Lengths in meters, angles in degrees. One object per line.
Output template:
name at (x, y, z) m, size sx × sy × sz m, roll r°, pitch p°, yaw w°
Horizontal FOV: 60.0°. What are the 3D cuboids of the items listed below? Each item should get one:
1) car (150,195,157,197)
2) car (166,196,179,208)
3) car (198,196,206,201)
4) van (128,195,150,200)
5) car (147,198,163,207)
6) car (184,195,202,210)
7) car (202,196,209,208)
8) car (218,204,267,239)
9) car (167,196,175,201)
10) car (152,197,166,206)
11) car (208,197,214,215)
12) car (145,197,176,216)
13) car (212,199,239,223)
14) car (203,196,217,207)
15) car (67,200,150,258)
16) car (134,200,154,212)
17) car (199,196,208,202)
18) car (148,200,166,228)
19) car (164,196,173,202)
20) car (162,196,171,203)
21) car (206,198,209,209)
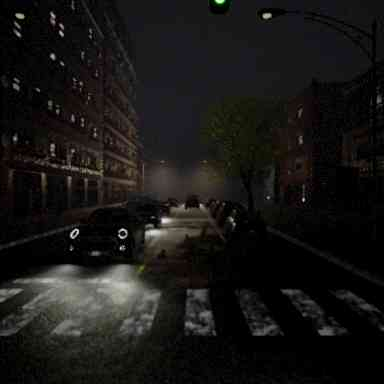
car at (-5.672, 1.355, 45.748) m, size 2.192 × 1.841 × 5.009 m, roll 0°, pitch 0°, yaw 0°
car at (-2.979, 1.568, 48.623) m, size 1.882 × 1.535 × 5.008 m, roll 0°, pitch 0°, yaw 0°
car at (2.727, 1.684, 91.315) m, size 1.887 × 1.381 × 4.507 m, roll 0°, pitch 0°, yaw 0°
van at (-5.677, 1.366, 34.354) m, size 1.690 × 1.788 × 3.998 m, roll 0°, pitch 0°, yaw 0°
car at (-5.670, 1.616, 51.445) m, size 1.947 × 1.339 × 4.313 m, roll 0°, pitch 0°, yaw 0°
car at (0.020, 1.515, 44.032) m, size 1.882 × 1.535 × 5.008 m, roll 0°, pitch 0°, yaw 0°
car at (2.709, 1.590, 45.742) m, size 2.008 × 1.369 × 4.403 m, roll 0°, pitch 0°, yaw 0°
car at (2.697, 1.560, 17.258) m, size 2.008 × 1.369 × 4.403 m, roll 0°, pitch 0°, yaw 0°
car at (-5.654, 1.706, 91.321) m, size 1.947 × 1.339 × 4.313 m, roll 0°, pitch 0°, yaw 0°
car at (-5.667, 1.612, 57.141) m, size 2.008 × 1.369 × 4.403 m, roll 0°, pitch 0°, yaw 0°
car at (2.701, 1.459, 28.652) m, size 1.967 × 1.590 × 4.097 m, roll 0°, pitch 0°, yaw 0°
car at (-3.069, 1.515, 33.174) m, size 2.128 × 1.511 × 4.902 m, roll 0°, pitch 0°, yaw 0°
car at (2.700, 1.454, 22.955) m, size 1.967 × 1.590 × 4.097 m, roll 0°, pitch 0°, yaw 0°
car at (2.711, 1.490, 51.439) m, size 1.967 × 1.590 × 4.097 m, roll 0°, pitch 0°, yaw 0°
car at (-3.058, 1.358, 12.736) m, size 2.097 × 1.767 × 4.553 m, roll 0°, pitch 0°, yaw 0°
car at (-5.674, 1.614, 40.051) m, size 1.802 × 1.307 × 4.206 m, roll 0°, pitch 0°, yaw 0°
car at (2.723, 1.660, 79.923) m, size 2.008 × 1.369 × 4.403 m, roll 0°, pitch 0°, yaw 0°
car at (-3.080, 1.540, 22.666) m, size 1.812 × 1.442 × 4.674 m, roll 0°, pitch 0°, yaw 0°
car at (-5.658, 1.655, 79.929) m, size 1.887 × 1.381 × 4.507 m, roll 0°, pitch 0°, yaw 0°
car at (-5.661, 1.622, 74.062) m, size 1.752 × 1.417 × 4.829 m, roll 0°, pitch 0°, yaw 0°
car at (2.704, 1.606, 34.349) m, size 1.802 × 1.307 × 4.206 m, roll 0°, pitch 0°, yaw 0°
